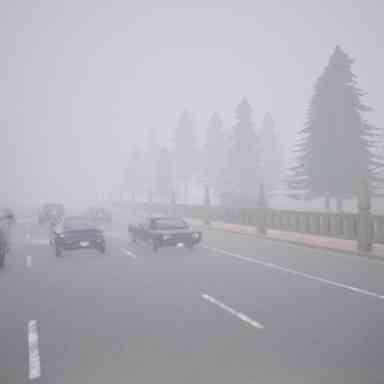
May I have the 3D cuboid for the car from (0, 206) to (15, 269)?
[{"bbox_3d":[-7.386,1.346,11.163,2.150,2.045,5.566,0,0,-26],"label":"car"}]

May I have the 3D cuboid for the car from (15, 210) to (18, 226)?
[{"bbox_3d":[-14.505,1.841,25.470,1.994,1.385,4.181,0,-1,-26],"label":"car"}]

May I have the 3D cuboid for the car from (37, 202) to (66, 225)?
[{"bbox_3d":[-11.317,1.647,26.923,2.097,1.767,4.553,0,-1,-26],"label":"car"}]

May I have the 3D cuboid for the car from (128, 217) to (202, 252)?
[{"bbox_3d":[-1.420,1.771,14.894,1.895,1.301,4.718,0,-1,-26],"label":"car"}]

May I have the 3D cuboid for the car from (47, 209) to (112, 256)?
[{"bbox_3d":[-4.832,1.681,13.912,1.812,1.442,4.674,0,0,-26],"label":"car"}]

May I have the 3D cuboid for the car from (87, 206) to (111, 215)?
[{"bbox_3d":[-8.225,1.883,28.564,1.994,1.385,4.181,0,-1,-26],"label":"car"}]
